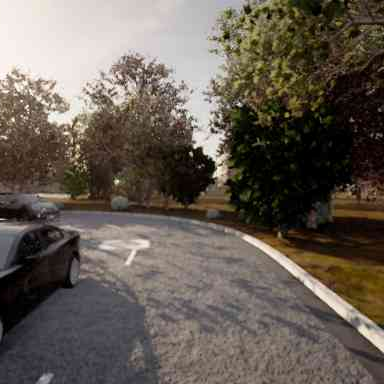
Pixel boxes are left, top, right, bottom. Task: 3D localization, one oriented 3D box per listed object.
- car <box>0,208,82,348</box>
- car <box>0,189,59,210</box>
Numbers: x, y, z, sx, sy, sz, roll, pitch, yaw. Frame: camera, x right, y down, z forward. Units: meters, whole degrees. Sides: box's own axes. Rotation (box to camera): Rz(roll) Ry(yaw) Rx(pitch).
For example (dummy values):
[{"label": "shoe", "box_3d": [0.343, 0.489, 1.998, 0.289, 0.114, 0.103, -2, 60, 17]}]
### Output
[{"label": "car", "box_3d": [-3.416, 1.311, 5.640, 1.882, 1.535, 5.008, 0, 2, -1]}, {"label": "car", "box_3d": [-10.096, 0.827, 19.708, 4.553, 1.767, 2.097, 0, 1, 19]}]
